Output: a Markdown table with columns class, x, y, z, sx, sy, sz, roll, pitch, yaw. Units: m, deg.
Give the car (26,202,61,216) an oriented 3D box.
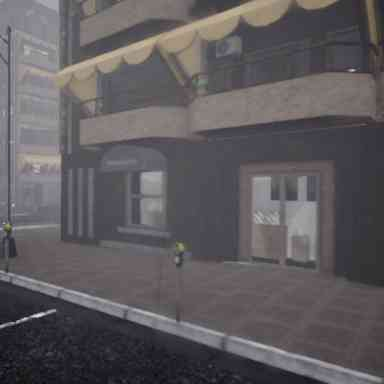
| class | x | y | z | sx | sy | sz | roll | pitch | yaw |
| --- | --- | --- | --- | --- | --- | --- | --- | --- | --- |
| car | -16.462 | 1.822 | 37.562 | 1.967 | 1.590 | 4.097 | -1 | -1 | 35 |
